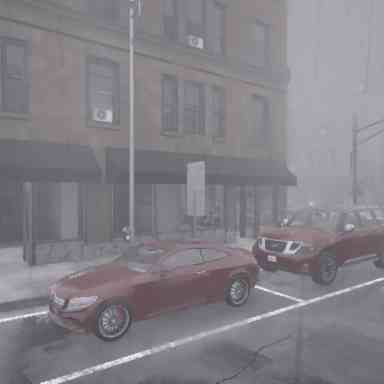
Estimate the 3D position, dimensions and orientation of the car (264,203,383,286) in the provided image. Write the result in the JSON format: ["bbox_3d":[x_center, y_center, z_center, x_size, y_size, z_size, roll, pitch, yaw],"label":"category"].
[{"bbox_3d":[4.008,1.315,9.618,5.009,1.841,2.192,0,0,-35],"label":"car"}]

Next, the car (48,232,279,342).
[{"bbox_3d":[-0.491,1.582,6.414,4.206,1.307,1.802,0,0,-35],"label":"car"}]

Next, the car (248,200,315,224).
[{"bbox_3d":[6.813,1.486,25.884,1.882,1.535,5.008,0,0,-35],"label":"car"}]
